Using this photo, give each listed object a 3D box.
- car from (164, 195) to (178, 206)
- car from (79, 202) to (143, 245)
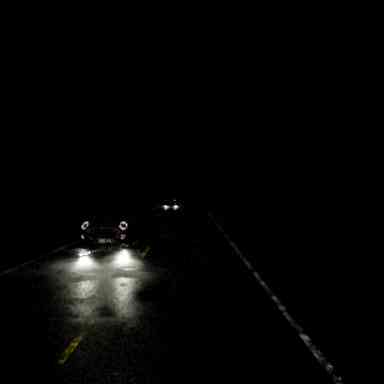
[{"bbox_3d":[-3.556,1.384,56.615,2.097,1.767,4.553,0,0,0],"label":"car"},{"bbox_3d":[-3.597,1.373,15.529,2.097,1.767,4.553,0,0,0],"label":"car"}]
